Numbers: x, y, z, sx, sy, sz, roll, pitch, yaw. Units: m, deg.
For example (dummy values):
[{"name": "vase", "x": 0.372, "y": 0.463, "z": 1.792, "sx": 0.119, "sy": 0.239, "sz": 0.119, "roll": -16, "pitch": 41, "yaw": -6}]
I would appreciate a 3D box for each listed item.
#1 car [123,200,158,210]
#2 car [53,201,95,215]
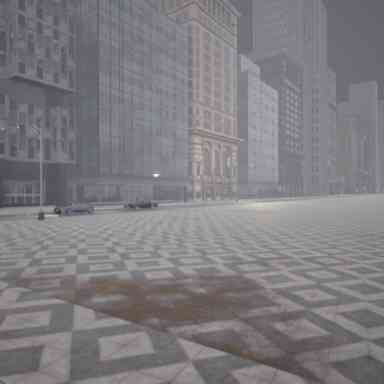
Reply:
[{"name": "car", "x": -6.613, "y": 1.657, "z": 43.225, "sx": 1.895, "sy": 1.301, "sz": 4.718, "roll": 0, "pitch": 0, "yaw": 36}, {"name": "car", "x": -12.387, "y": 1.634, "z": 35.117, "sx": 1.994, "sy": 1.385, "sz": 4.181, "roll": 0, "pitch": 0, "yaw": 37}]
